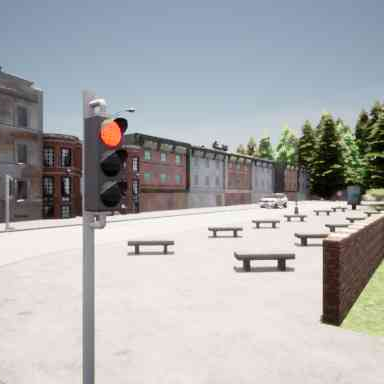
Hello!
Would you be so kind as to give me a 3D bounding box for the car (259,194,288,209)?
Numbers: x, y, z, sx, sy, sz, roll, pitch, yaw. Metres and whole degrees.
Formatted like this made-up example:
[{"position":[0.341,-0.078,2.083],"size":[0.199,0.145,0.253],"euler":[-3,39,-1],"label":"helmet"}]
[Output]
[{"position":[11.079,1.223,44.924],"size":[2.150,2.045,5.566],"euler":[0,0,36],"label":"car"}]
